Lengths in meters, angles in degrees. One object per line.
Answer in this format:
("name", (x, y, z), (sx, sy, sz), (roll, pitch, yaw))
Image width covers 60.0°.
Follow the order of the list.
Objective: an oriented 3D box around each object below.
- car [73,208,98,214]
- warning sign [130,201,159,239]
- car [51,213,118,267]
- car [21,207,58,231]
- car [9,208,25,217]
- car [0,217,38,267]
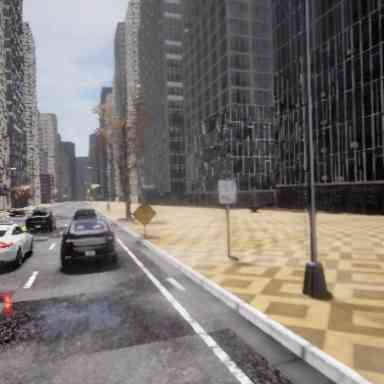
("car", (-9.046, 2.141, 28.316), (1.882, 1.535, 5.008), (-2, 0, -18))
("warning sign", (-2.462, 1.410, 17.277), (1.300, 1.860, 1.060), (-1, 0, -18))
("car", (-3.970, 1.789, 12.878), (2.128, 1.511, 4.902), (-2, -1, -18))
("car", (-11.755, 2.242, 26.133), (1.837, 1.490, 4.892), (-2, 0, -18))
("car", (-27.179, 3.202, 51.886), (1.895, 1.301, 4.718), (-2, -1, -18))
("car", (-7.294, 1.940, 12.611), (1.812, 1.442, 4.674), (-2, 0, -18))
